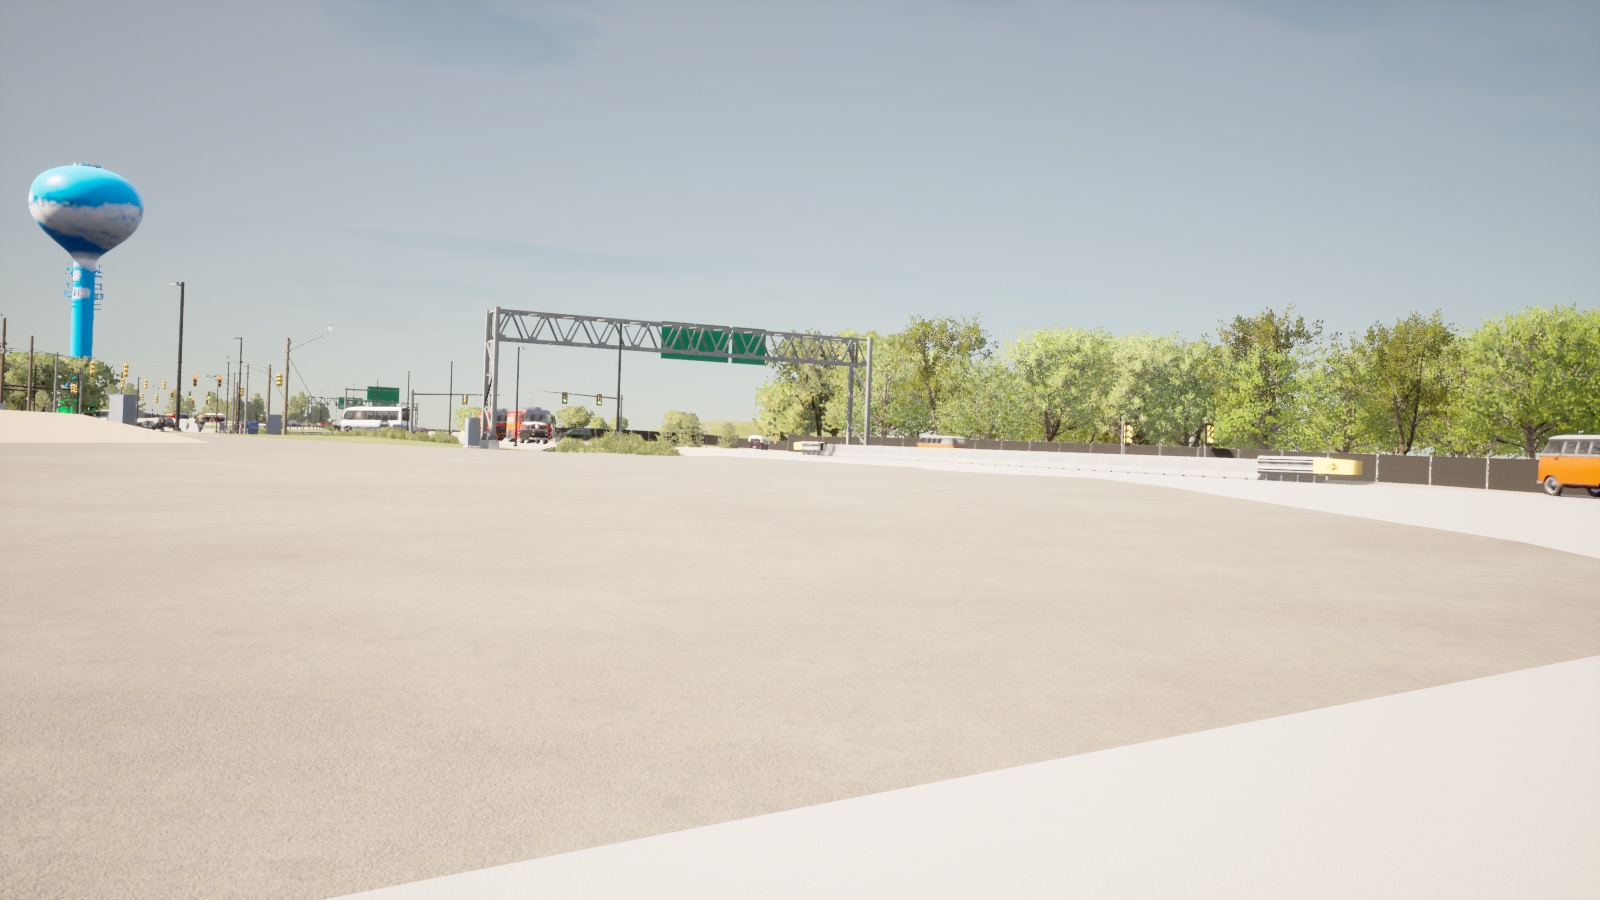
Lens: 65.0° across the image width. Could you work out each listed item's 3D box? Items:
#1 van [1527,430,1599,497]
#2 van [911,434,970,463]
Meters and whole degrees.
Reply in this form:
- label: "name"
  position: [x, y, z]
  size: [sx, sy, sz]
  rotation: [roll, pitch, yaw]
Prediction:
- label: "van"
  position: [24.800, 0.420, 38.766]
  size: [1.775, 1.987, 4.442]
  rotation: [2, 0, -6]
- label: "van"
  position: [10.360, -0.119, 92.663]
  size: [1.775, 1.987, 4.442]
  rotation: [2, 1, -35]
